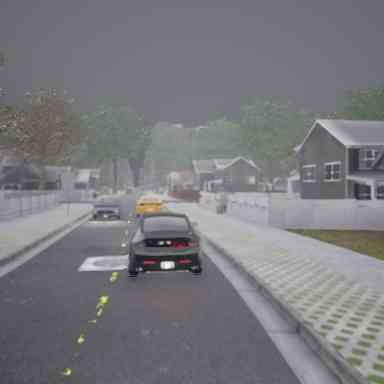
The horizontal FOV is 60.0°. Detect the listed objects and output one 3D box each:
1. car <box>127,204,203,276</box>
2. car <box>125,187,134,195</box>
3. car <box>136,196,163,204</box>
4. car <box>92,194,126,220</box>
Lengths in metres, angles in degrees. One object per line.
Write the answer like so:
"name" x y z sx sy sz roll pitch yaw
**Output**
"car" -0.839 1.330 9.825 1.837 1.490 4.892 0 1 -7
"car" -15.716 0.046 83.217 1.837 1.490 4.892 0 1 -9
"car" -3.251 1.025 25.491 1.882 1.535 5.008 0 1 -9
"car" -5.946 1.127 23.914 2.033 1.411 5.357 0 1 -9
